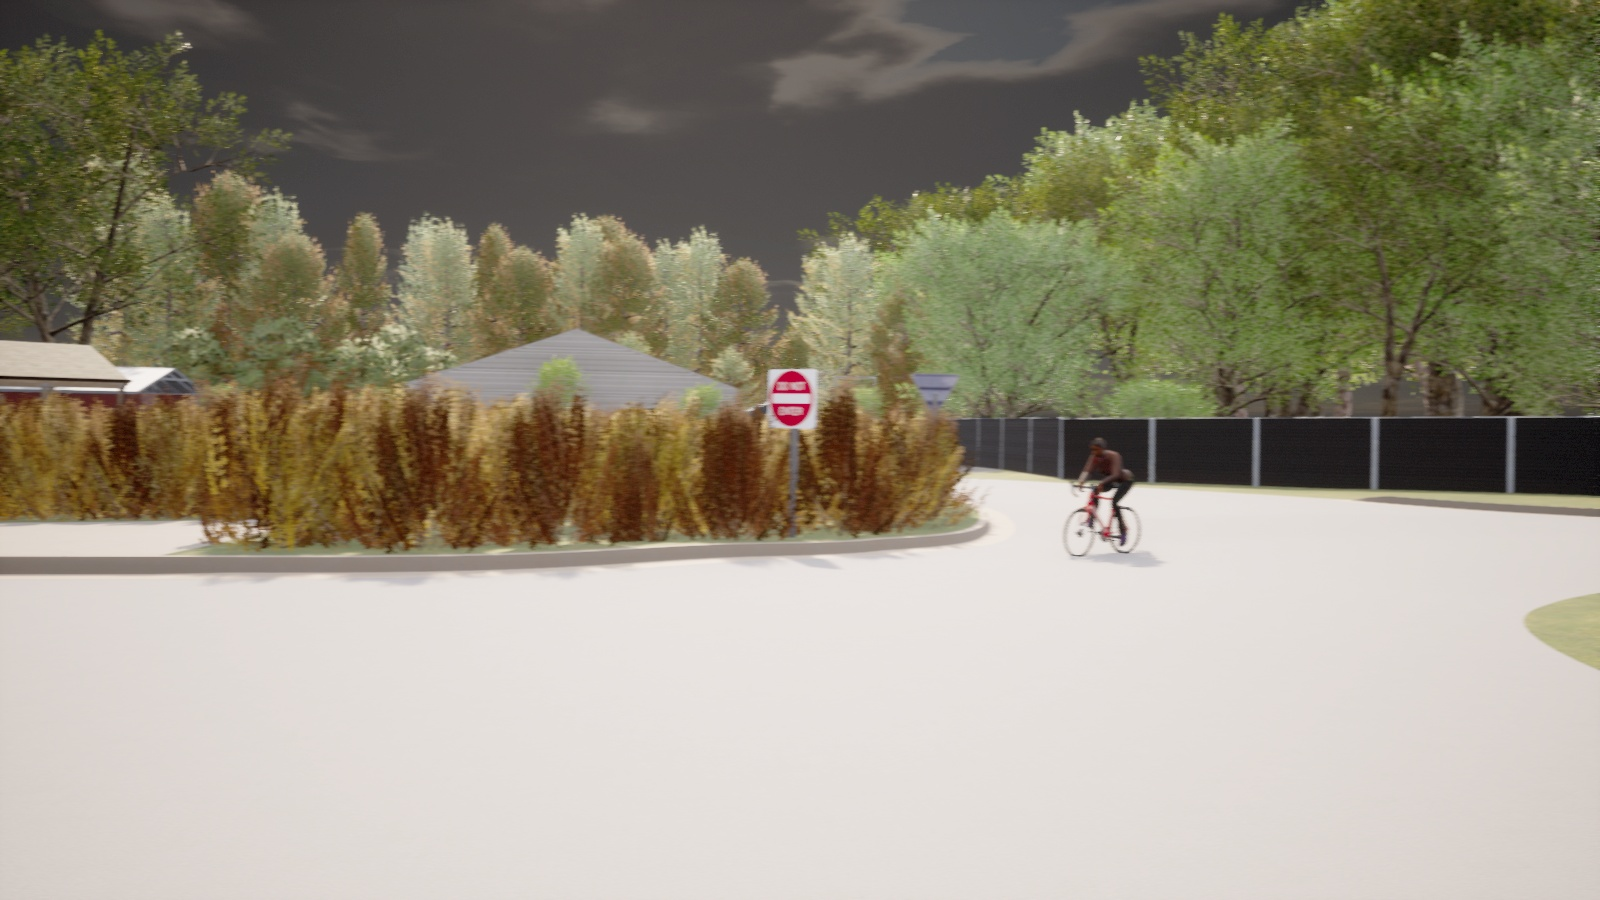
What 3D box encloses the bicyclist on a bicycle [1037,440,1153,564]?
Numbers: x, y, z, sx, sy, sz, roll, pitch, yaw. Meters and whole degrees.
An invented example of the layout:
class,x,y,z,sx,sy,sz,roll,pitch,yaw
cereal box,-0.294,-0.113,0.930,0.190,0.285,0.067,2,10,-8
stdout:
class,x,y,z,sx,sy,sz,roll,pitch,yaw
bicyclist on a bicycle,4.063,0.688,17.235,1.656,1.620,0.582,1,2,-38
